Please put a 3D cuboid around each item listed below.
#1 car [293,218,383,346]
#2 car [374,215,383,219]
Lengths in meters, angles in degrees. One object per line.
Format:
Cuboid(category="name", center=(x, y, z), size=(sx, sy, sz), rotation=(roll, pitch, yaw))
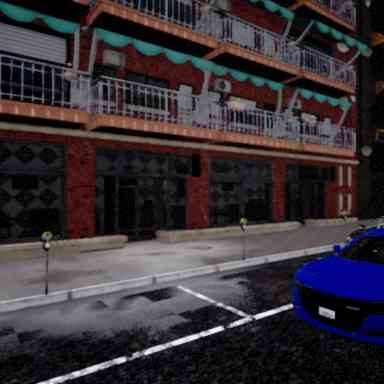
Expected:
Cuboid(category="car", center=(3.961, 1.444, 6.204), size=(5.008, 1.535, 1.882), rotation=(0, 0, -35))
Cuboid(category="car", center=(7.146, 1.488, 11.647), size=(4.403, 1.369, 2.008), rotation=(0, 1, -35))
